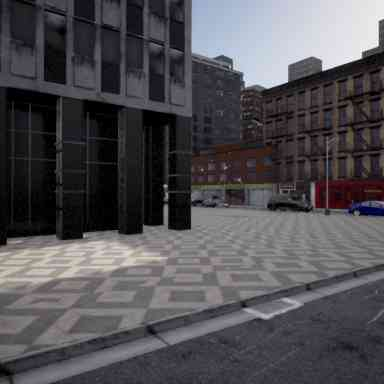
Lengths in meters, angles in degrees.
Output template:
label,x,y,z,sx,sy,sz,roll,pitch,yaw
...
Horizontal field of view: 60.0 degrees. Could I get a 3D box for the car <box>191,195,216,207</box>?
label,x,y,z,sx,sy,sz,roll,pitch,yaw
car,2.176,1.520,56.661,2.150,2.045,5.566,0,0,-36

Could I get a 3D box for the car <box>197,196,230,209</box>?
label,x,y,z,sx,sy,sz,roll,pitch,yaw
car,3.526,1.744,49.520,2.128,1.511,4.902,0,-1,-36

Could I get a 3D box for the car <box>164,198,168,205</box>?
label,x,y,z,sx,sy,sz,roll,pitch,yaw
car,-4.045,1.842,65.059,1.837,1.490,4.892,0,0,-36

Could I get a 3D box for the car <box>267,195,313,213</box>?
label,x,y,z,sx,sy,sz,roll,pitch,yaw
car,11.334,1.384,38.838,2.150,2.045,5.566,0,0,-36

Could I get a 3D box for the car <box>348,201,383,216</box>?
label,x,y,z,sx,sy,sz,roll,pitch,yaw
car,17.180,1.576,30.847,1.882,1.535,5.008,0,-1,-37
